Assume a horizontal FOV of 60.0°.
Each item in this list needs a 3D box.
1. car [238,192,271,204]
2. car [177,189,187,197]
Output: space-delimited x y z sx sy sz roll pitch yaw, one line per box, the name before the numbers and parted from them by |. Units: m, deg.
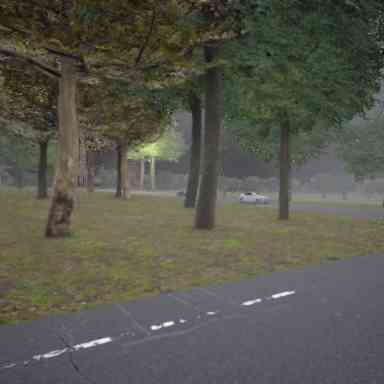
car | 7.602 0.702 40.888 1.812 1.442 4.674 1 2 -32
car | -0.789 0.156 54.303 1.994 1.385 4.181 1 1 -32
